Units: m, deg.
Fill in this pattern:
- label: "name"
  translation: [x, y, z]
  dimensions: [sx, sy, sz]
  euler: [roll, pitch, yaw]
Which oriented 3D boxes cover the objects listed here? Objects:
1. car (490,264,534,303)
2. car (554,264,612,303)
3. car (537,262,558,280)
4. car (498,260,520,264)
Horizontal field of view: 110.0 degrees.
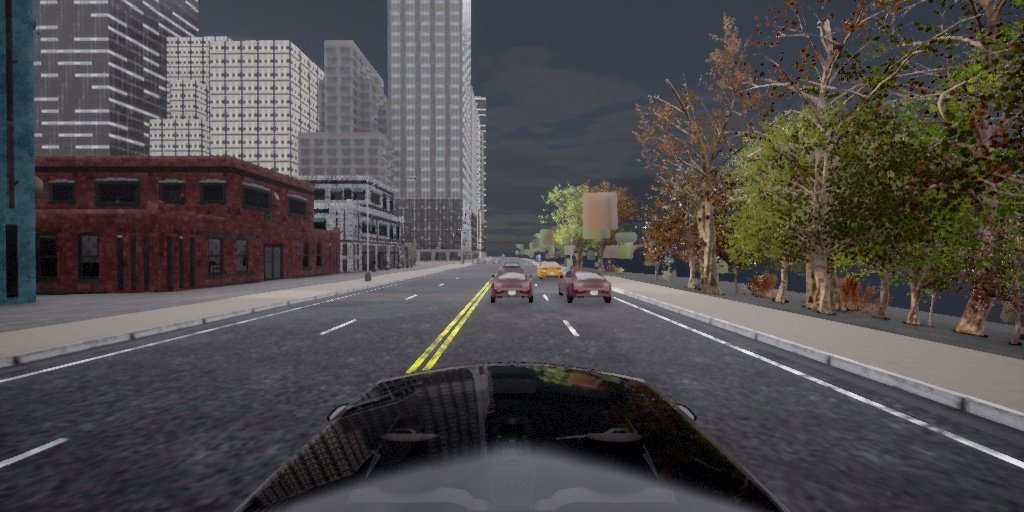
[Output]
- label: "car"
  translation: [0.000, 1.281, 16.501]
  dimensions: [1.812, 1.442, 4.674]
  euler: [0, 0, 0]
- label: "car"
  translation: [3.250, 1.281, 16.501]
  dimensions: [1.812, 1.442, 4.674]
  euler: [0, 0, 0]
- label: "car"
  translation: [3.250, 1.231, 31.502]
  dimensions: [1.882, 1.535, 5.008]
  euler: [0, 0, 0]
- label: "car"
  translation: [0.000, 1.263, 31.501]
  dimensions: [1.837, 1.490, 4.892]
  euler: [0, 0, 0]
